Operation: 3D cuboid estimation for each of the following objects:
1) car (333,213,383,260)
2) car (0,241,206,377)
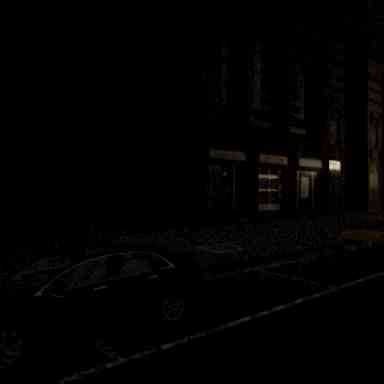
[{"bbox_3d":[7.040,1.499,12.223,4.829,1.417,1.752,0,1,-37],"label":"car"},{"bbox_3d":[-1.772,1.572,5.507,4.403,1.369,2.008,0,1,-37],"label":"car"}]
